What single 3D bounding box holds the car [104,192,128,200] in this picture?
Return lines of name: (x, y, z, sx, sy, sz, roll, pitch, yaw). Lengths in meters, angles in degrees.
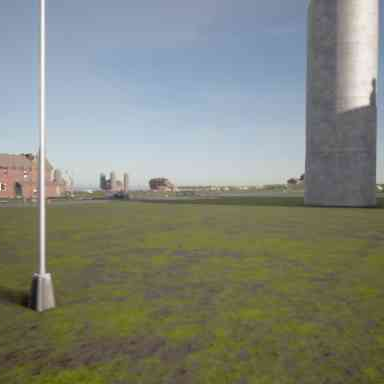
car: (-14.213, 0.721, 62.311, 1.837, 1.490, 4.892, 1, 1, 37)
